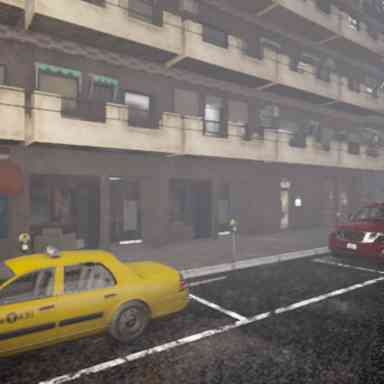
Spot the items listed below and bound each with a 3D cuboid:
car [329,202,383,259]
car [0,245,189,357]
[{"bbox_3d":[6.831,1.303,11.429,5.009,1.841,2.192,0,0,-36],"label":"car"},{"bbox_3d":[-2.327,1.525,4.897,4.829,1.417,1.752,0,0,-36],"label":"car"}]
